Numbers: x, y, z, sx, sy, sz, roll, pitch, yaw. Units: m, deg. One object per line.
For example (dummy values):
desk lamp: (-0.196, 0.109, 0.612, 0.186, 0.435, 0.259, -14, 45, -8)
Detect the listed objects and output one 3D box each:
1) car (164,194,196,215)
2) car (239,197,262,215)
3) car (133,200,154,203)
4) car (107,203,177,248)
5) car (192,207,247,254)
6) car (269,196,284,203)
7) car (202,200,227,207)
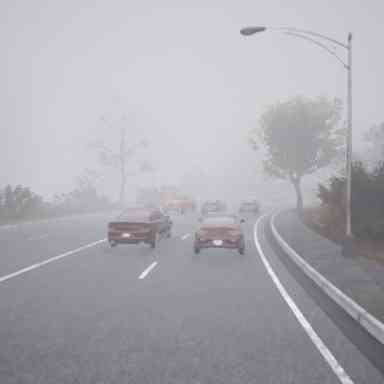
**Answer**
car: (-1.238, 1.238, 35.411, 2.150, 2.045, 5.566, 0, 0, 18)
car: (6.104, 1.547, 34.632, 2.128, 1.511, 4.902, 0, 0, 18)
car: (-5.160, 1.544, 34.648, 2.033, 1.411, 5.357, 0, 0, 17)
car: (-2.154, 1.481, 15.007, 1.882, 1.535, 5.008, 0, 0, 7)
car: (1.182, 1.542, 13.571, 1.812, 1.442, 4.674, 0, 0, 7)
car: (18.427, 1.569, 72.225, 1.837, 1.490, 4.892, 0, 0, 38)
car: (2.362, 1.527, 34.428, 2.128, 1.511, 4.902, 0, 0, 18)
